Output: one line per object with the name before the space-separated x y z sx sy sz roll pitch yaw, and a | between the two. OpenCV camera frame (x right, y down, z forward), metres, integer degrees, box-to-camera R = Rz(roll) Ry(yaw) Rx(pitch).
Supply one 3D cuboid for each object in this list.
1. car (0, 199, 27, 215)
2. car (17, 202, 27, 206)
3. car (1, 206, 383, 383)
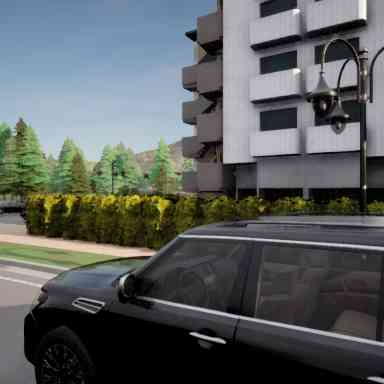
car | -18.133 1.491 33.490 2.128 1.511 4.902 0 0 33
car | -10.473 1.601 25.629 1.895 1.301 4.718 0 0 33
car | 0.773 1.221 3.121 5.566 2.045 2.150 0 0 34
